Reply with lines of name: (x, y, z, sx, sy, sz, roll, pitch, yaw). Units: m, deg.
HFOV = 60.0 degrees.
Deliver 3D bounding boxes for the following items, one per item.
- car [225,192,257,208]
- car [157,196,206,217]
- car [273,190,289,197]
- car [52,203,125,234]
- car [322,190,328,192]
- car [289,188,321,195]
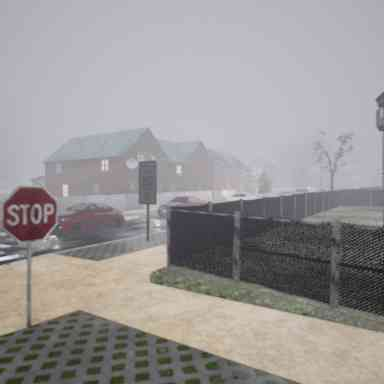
car: (4.949, 0.778, 33.017, 1.812, 1.442, 4.674, 0, 1, 33)
car: (-0.624, 1.015, 24.596, 1.812, 1.442, 4.674, 0, 1, 33)
car: (12.548, 0.490, 44.388, 2.033, 1.411, 5.357, 0, 1, 34)
car: (-5.500, 1.265, 17.244, 1.994, 1.385, 4.181, 0, 1, 35)
car: (19.732, 0.349, 50.222, 1.895, 1.301, 4.718, 0, 1, 33)
car: (14.298, 0.316, 41.906, 2.097, 1.767, 4.553, 0, 1, 34)
